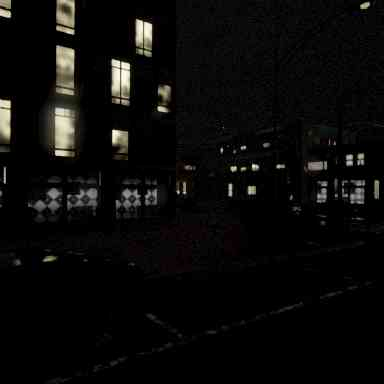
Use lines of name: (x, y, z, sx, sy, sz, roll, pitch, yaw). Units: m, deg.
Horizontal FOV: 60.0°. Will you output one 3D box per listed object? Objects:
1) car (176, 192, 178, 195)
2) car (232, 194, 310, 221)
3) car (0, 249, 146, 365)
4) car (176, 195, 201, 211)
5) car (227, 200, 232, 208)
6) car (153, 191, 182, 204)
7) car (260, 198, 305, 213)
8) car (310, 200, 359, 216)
car: (-0.671, 1.101, 47.603, 2.008, 1.369, 4.403, 1, 0, -36)
car: (5.753, 1.101, 24.773, 2.192, 1.841, 5.009, 1, 0, -36)
car: (-2.737, 1.566, 4.602, 4.313, 1.339, 1.947, 0, 0, -36)
car: (-0.835, 1.231, 33.702, 1.802, 1.307, 4.206, 1, 0, -36)
car: (5.912, 1.130, 38.675, 1.967, 1.590, 4.097, 1, 0, -36)
car: (-3.956, 0.793, 52.066, 2.192, 1.841, 5.009, 1, 0, -36)
car: (9.202, 1.340, 34.209, 1.802, 1.307, 4.206, 1, 0, -36)
car: (12.493, 1.371, 29.746, 1.887, 1.381, 4.507, 1, 0, -36)
